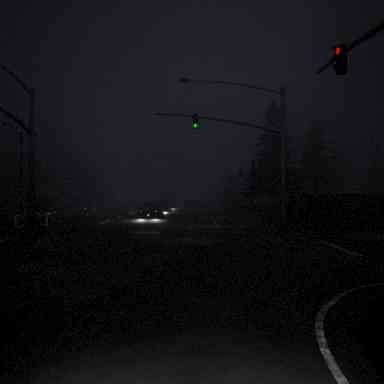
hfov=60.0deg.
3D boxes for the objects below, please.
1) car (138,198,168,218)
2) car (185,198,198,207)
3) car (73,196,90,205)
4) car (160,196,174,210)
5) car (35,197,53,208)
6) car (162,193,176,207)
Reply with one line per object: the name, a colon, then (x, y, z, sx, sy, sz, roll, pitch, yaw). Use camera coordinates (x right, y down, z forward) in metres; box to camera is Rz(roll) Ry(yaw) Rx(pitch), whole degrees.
car: (-3.671, 1.551, 30.519, 2.033, 1.411, 5.357, 0, 0, 0)
car: (-0.118, 1.606, 51.171, 1.895, 1.301, 4.718, 0, 0, 0)
car: (-17.578, 1.379, 52.953, 1.845, 1.501, 3.633, 0, 0, 0)
car: (-3.687, 1.552, 40.624, 2.033, 1.411, 5.357, 0, 0, 0)
car: (-20.614, 1.389, 45.555, 1.970, 1.475, 3.806, 0, 0, 0)
car: (-3.659, 1.227, 50.978, 2.150, 2.045, 5.566, 0, 0, -2)
